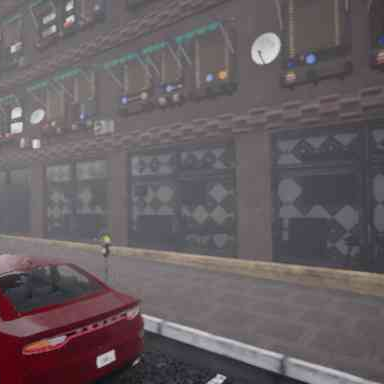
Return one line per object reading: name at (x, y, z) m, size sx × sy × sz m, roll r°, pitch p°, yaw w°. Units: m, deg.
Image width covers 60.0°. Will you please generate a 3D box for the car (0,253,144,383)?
car at (-2.680, 1.546, 4.654) m, size 4.507 × 1.381 × 1.887 m, roll 0°, pitch -1°, yaw 36°
